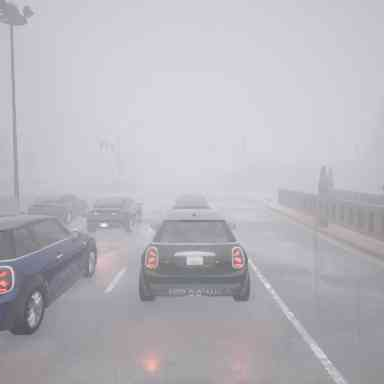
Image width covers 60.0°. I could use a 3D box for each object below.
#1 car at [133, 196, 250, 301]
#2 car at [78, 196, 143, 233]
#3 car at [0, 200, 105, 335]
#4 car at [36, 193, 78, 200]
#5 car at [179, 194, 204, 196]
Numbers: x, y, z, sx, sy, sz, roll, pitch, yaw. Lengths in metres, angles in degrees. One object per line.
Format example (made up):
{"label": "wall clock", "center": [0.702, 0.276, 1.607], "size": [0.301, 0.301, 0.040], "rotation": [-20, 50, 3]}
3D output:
{"label": "car", "center": [0.037, 1.184, 8.126], "size": [2.097, 1.767, 4.553], "rotation": [0, 2, 0]}
{"label": "car", "center": [-3.532, 0.937, 15.776], "size": [1.837, 1.490, 4.892], "rotation": [0, 3, 0]}
{"label": "car", "center": [-3.451, 1.232, 6.688], "size": [2.097, 1.767, 4.553], "rotation": [0, 2, -1]}
{"label": "car", "center": [-7.047, 0.808, 17.938], "size": [1.837, 1.490, 4.892], "rotation": [0, 3, -1]}
{"label": "car", "center": [-0.040, 0.820, 17.357], "size": [1.882, 1.535, 5.008], "rotation": [0, 3, 0]}
